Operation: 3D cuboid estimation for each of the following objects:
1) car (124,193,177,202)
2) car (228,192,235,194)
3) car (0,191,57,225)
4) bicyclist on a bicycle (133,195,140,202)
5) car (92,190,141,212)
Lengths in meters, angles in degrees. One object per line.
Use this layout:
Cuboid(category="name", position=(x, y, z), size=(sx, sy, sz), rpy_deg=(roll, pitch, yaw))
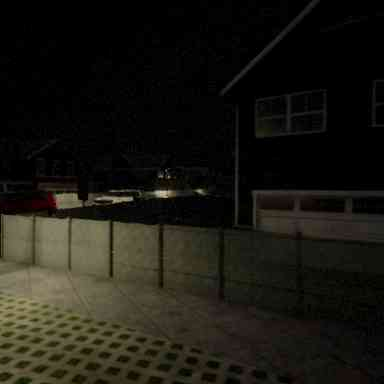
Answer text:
Cuboid(category="car", position=(-3.677, 1.103, 30.310), size=(1.837, 1.490, 4.892), rpy_deg=(1, 1, 27))
Cuboid(category="car", position=(7.080, 0.661, 56.417), size=(2.128, 1.511, 4.902), rpy_deg=(1, 1, 18))
Cuboid(category="car", position=(-11.612, 0.943, 21.852), size=(2.150, 2.045, 5.566), rpy_deg=(1, 1, 29))
Cuboid(category="bicyclist on a bicycle", position=(-3.952, 1.005, 23.586), size=(1.656, 1.620, 0.582), rpy_deg=(0, 1, 29))
Cuboid(category="car", position=(-6.750, 0.805, 30.900), size=(2.150, 2.045, 5.566), rpy_deg=(1, 1, 27))
